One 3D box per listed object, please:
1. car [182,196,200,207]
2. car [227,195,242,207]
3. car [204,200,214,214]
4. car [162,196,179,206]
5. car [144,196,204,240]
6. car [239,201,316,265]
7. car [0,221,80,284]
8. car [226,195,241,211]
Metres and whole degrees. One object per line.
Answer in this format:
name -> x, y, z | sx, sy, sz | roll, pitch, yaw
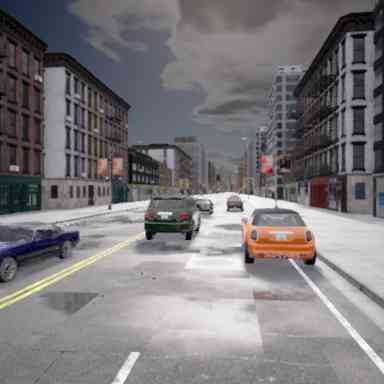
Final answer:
car -> -0.102, 1.416, 51.862 | 2.128, 1.511, 4.902 | 0, 0, 7
car -> 6.248, 1.280, 49.351 | 2.097, 1.767, 4.553 | 0, 0, 7
car -> 1.307, 1.497, 34.751 | 2.033, 1.411, 5.357 | 0, 0, 7
car -> -3.321, 1.400, 52.315 | 1.882, 1.535, 5.008 | 0, 0, 7
car -> -0.839, 1.196, 16.922 | 2.150, 2.045, 5.566 | 0, 0, 7
car -> 2.864, 1.337, 11.825 | 2.097, 1.767, 4.553 | 0, 0, 7
car -> -5.176, 1.589, 9.780 | 1.895, 1.301, 4.718 | 0, 0, 7
car -> 5.064, 1.448, 39.080 | 1.837, 1.490, 4.892 | 0, 0, 7
